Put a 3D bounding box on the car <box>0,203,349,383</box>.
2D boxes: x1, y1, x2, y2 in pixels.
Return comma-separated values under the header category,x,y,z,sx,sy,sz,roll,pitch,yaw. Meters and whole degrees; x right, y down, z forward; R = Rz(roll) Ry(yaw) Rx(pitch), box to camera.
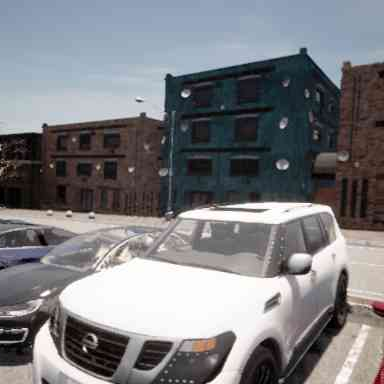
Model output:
category,x,y,z,sx,sy,sz,roll,pitch,yaw
car,0.720,1.224,4.849,2.435,2.045,5.566,0,0,35
